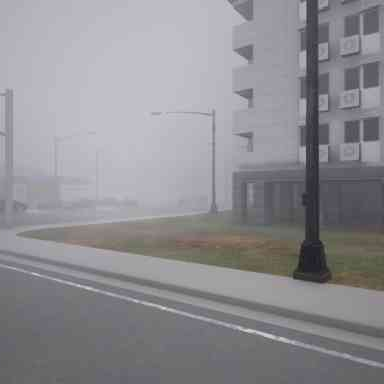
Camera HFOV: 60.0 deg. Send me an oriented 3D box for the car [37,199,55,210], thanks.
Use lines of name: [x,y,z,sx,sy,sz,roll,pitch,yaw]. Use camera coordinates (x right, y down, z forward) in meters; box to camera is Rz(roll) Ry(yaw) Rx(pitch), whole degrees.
car: [-17.560,1.564,42.491,1.994,1.385,4.181,0,0,31]

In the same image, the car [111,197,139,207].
car: [-9.911,1.601,50.860,1.895,1.301,4.718,0,0,16]

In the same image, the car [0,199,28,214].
car: [-19.348,1.478,33.714,1.882,1.535,5.008,0,0,36]

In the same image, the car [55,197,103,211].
car: [-14.045,1.491,41.572,2.128,1.511,4.902,0,0,30]

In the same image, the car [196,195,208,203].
car: [2.049,1.353,69.977,2.097,1.767,4.553,0,0,-8]

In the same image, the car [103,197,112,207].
car: [-13.337,1.478,51.662,1.882,1.535,5.008,0,0,16]

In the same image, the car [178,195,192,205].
car: [-1.232,1.564,58.454,1.994,1.385,4.181,0,0,7]

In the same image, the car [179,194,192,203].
car: [-1.401,1.351,69.742,2.097,1.767,4.553,0,0,-8]
